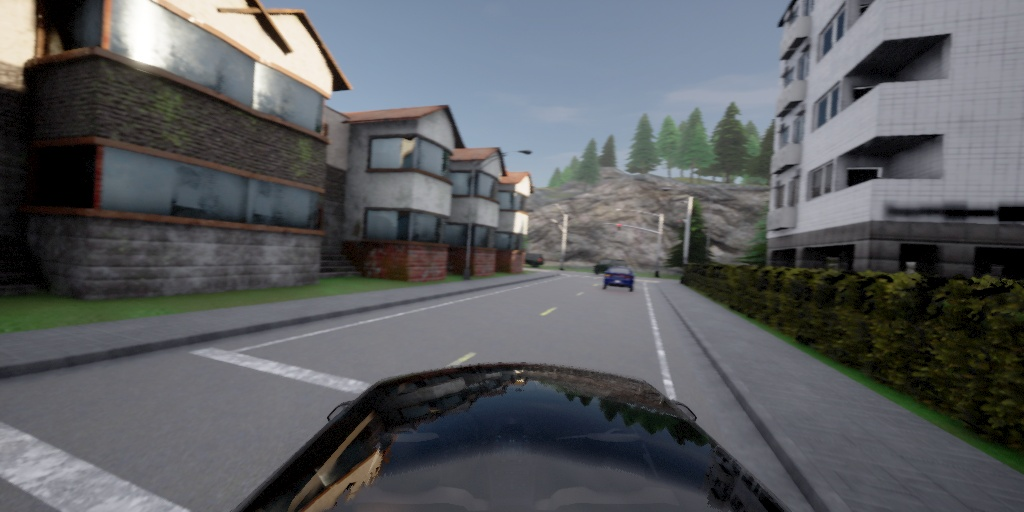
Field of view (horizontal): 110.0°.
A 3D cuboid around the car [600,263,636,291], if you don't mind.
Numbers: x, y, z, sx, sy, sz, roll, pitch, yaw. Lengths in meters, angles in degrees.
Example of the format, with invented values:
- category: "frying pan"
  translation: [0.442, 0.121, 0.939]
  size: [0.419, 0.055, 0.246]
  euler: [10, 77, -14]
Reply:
- category: "car"
  translation: [7.502, 1.491, 24.953]
  size: [1.882, 1.535, 5.008]
  euler: [4, 1, 19]

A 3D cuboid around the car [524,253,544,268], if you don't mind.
- category: "car"
  translation: [2.068, 0.558, 53.711]
  size: [5.566, 2.045, 2.150]
  euler: [4, 1, 21]

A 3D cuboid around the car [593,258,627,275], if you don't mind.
- category: "car"
  translation: [11.071, 1.314, 40.293]
  size: [2.150, 2.045, 5.566]
  euler: [4, 1, -8]
